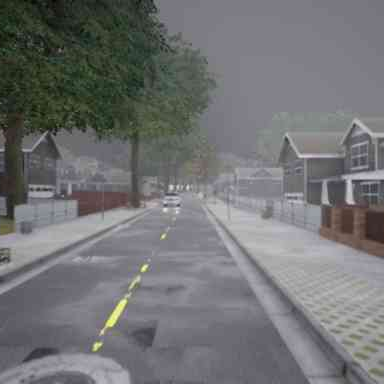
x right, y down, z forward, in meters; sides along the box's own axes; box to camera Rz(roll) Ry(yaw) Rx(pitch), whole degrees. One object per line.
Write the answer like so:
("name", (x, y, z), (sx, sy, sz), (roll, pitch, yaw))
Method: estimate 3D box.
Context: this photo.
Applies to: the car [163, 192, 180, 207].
("car", (-2.783, 0.973, 46.169), (2.150, 2.045, 5.566), (0, 0, 0))
